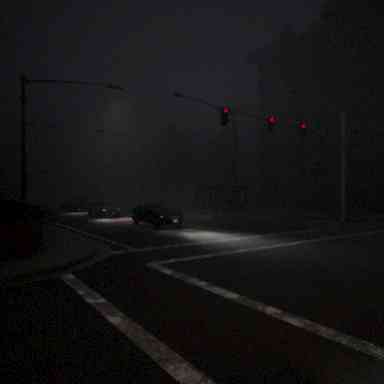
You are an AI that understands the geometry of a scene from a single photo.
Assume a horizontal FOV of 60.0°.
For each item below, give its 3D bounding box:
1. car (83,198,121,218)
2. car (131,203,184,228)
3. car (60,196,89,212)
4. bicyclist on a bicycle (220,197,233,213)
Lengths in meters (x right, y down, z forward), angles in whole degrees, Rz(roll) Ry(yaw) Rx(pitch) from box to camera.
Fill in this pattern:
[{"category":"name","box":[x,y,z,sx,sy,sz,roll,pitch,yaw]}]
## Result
[{"category":"car","box":[-8.109,1.529,30.501,1.812,1.442,4.674,0,0,-35]},{"category":"car","box":[-2.381,1.492,22.210,2.128,1.511,4.902,0,0,-35]},{"category":"car","box":[-13.949,1.553,38.951,2.033,1.411,5.357,0,0,-34]},{"category":"bicyclist on a bicycle","box":[3.439,1.302,33.098,1.656,1.620,0.582,0,0,-35]}]
